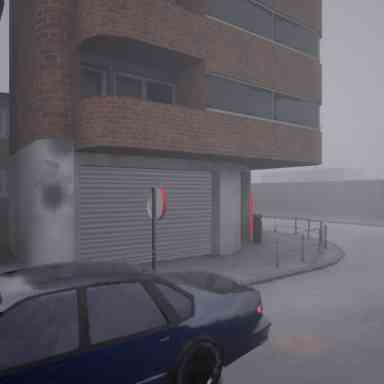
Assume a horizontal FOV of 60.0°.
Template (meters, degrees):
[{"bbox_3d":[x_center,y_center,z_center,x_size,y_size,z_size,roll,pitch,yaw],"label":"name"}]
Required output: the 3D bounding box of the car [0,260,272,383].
[{"bbox_3d":[-1.508,1.547,3.530,5.357,1.411,2.033,0,0,-36],"label":"car"}]
